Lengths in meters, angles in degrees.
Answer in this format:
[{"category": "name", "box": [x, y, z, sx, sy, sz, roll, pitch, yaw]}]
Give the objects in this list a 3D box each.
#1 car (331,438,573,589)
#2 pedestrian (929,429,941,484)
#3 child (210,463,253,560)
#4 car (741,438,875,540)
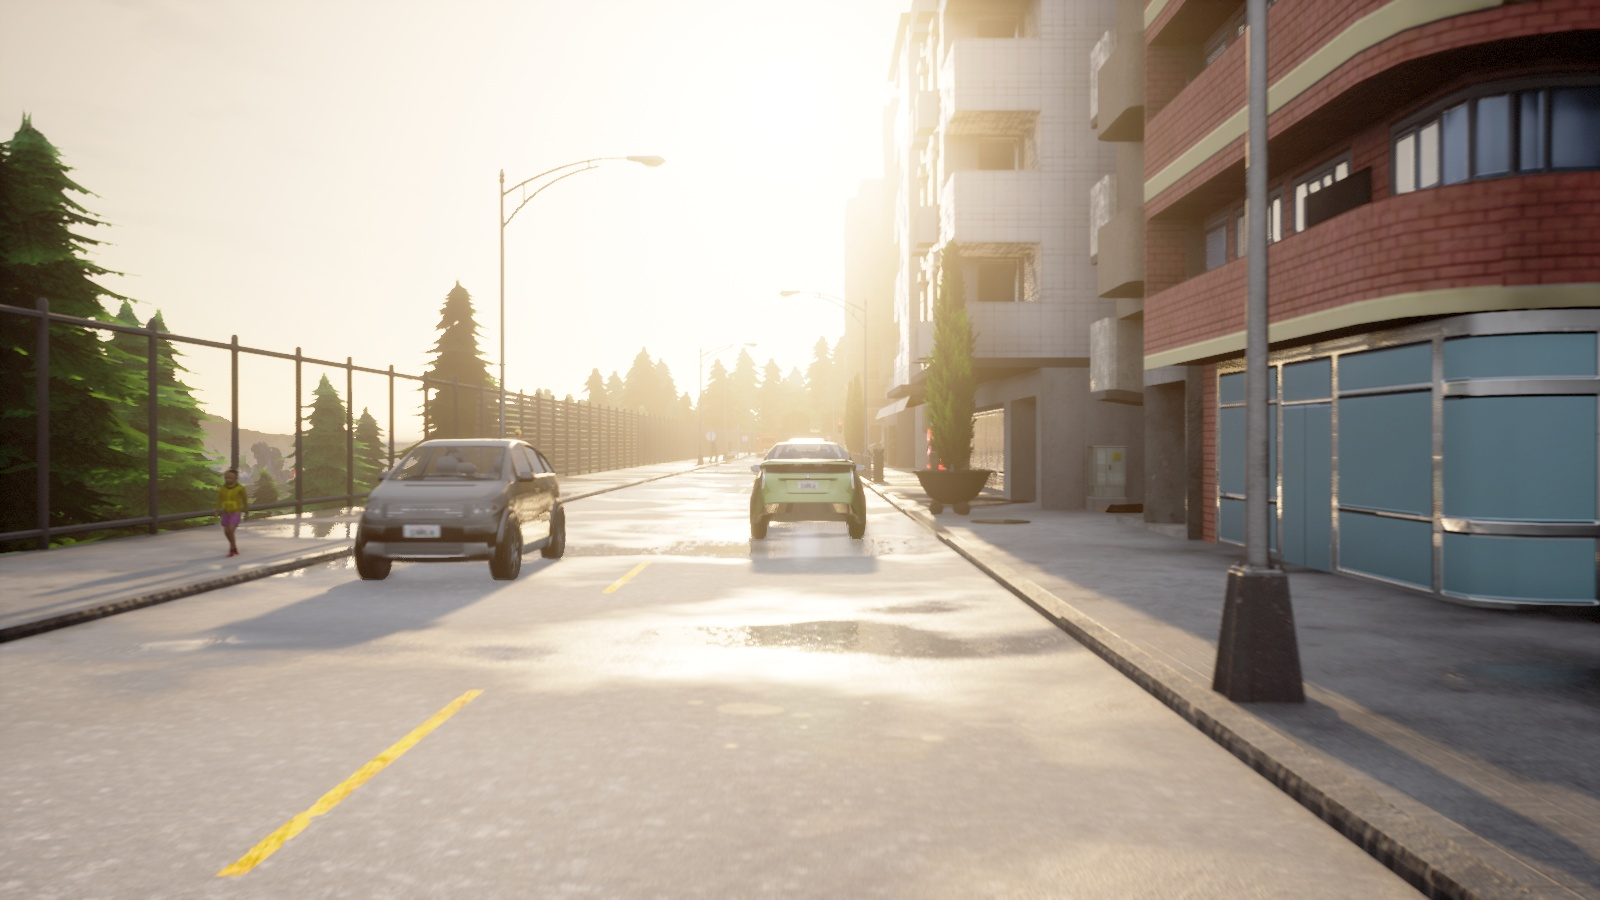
[{"category": "car", "box": [-3.901, 0.639, 14.708, 1.789, 1.549, 3.705, 0, 0, 0]}, {"category": "pedestrian", "box": [4.538, 0.222, 42.169, 0.345, 1.836, 0.594, 0, 0, 0]}, {"category": "child", "box": [-6.985, 0.744, 15.427, 0.299, 1.160, 0.473, 0, 0, 2]}, {"category": "car", "box": [0.132, 0.575, 21.008, 2.007, 1.525, 4.514, 0, 0, 0]}]
